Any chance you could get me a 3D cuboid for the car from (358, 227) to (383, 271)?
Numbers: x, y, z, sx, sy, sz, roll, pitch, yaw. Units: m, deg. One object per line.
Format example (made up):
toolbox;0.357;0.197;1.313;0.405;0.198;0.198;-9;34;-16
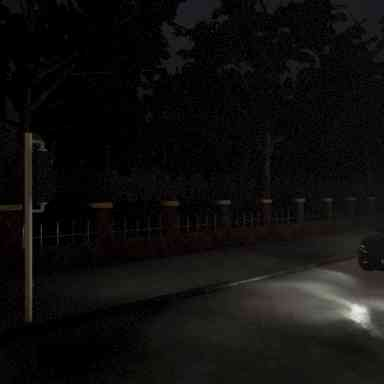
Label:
car;6.843;1.478;9.855;5.008;1.535;1.882;0;0;-37
